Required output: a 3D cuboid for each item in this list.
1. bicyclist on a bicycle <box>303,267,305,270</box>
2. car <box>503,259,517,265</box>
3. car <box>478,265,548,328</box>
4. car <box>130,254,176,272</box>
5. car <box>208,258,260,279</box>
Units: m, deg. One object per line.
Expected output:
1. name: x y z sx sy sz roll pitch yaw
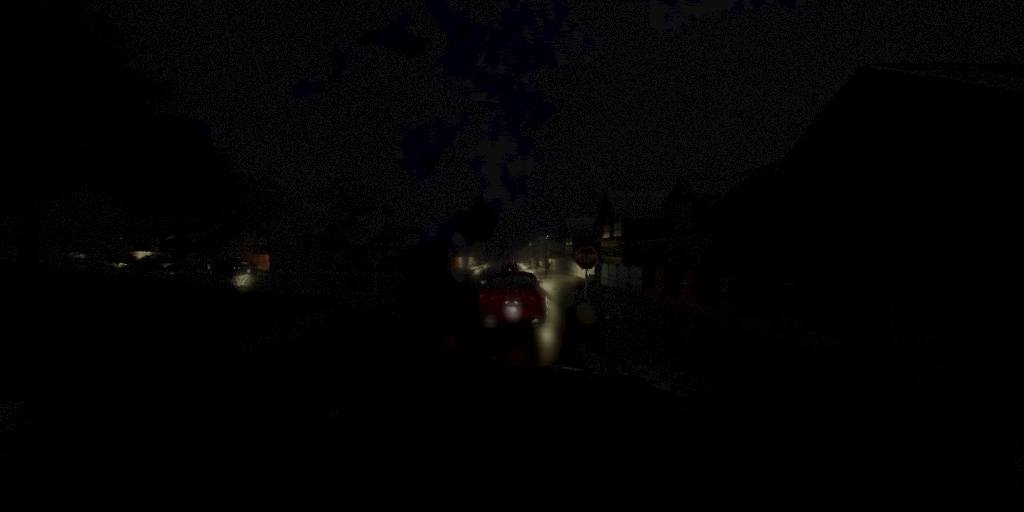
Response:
1. bicyclist on a bicycle: -20.609 0.641 34.208 0.582 1.620 1.656 1 1 29
2. car: -0.255 1.321 45.017 1.895 1.301 4.718 0 0 0
3. car: 0.025 1.213 11.421 1.882 1.535 5.008 0 0 0
4. car: -35.629 0.703 35.877 4.902 1.511 2.128 1 1 29
5. car: -21.895 0.920 28.221 4.902 1.511 2.128 1 1 29
